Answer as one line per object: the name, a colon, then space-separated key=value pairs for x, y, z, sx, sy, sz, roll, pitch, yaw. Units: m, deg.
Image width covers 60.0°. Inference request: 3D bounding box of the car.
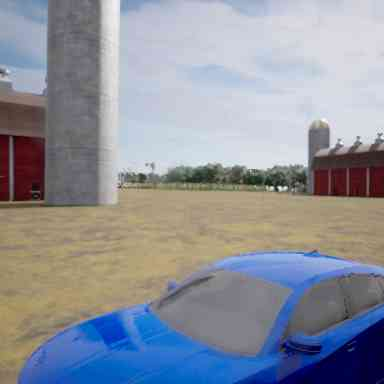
car: x=0.857 y=1.476 z=3.664 sx=5.008 sy=1.535 sz=1.882 roll=0 pitch=0 yaw=-35
